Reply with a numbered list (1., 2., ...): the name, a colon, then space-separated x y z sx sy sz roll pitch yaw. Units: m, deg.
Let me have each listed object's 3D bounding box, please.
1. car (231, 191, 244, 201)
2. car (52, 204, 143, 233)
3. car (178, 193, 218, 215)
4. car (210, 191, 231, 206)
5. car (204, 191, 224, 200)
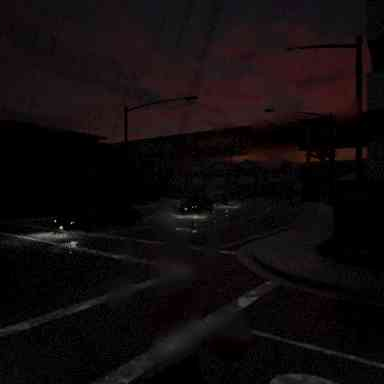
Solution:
1. car: 6.856 0.646 53.137 1.837 1.490 4.892 0 0 -9
2. car: -5.187 1.386 19.143 2.033 1.411 5.357 0 1 34
3. car: 0.411 1.101 29.144 1.837 1.490 4.892 0 1 22
4. car: 3.431 0.846 40.103 1.812 1.442 4.674 0 1 7
5. car: 4.157 0.651 63.290 1.837 1.490 4.892 0 0 -24
